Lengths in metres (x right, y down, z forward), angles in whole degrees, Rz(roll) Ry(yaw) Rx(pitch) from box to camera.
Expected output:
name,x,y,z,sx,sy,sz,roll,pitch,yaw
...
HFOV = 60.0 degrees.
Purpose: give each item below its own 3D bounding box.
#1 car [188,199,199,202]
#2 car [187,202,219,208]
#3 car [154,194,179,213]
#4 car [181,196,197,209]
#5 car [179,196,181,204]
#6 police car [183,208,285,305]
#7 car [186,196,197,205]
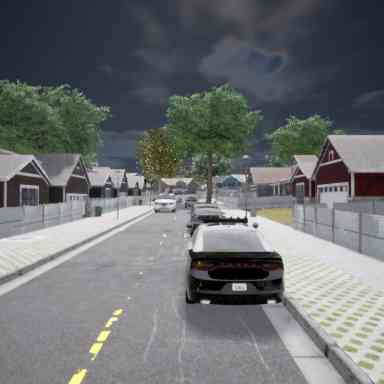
name,x,y,z,sx,sy,sz,roll,pitch,yaw
car,0.786,1.502,24.190,1.837,1.490,4.892,0,0,0
car,0.795,1.504,18.188,1.837,1.490,4.892,0,0,0
car,-2.910,1.214,36.980,2.150,2.045,5.566,0,0,0
car,-0.041,1.481,46.094,2.128,1.511,4.902,0,0,0
car,-2.855,1.483,64.318,2.128,1.511,4.902,0,0,0
police car,0.811,1.427,8.295,1.930,1.638,5.238,0,0,0
car,-0.096,1.515,60.490,1.812,1.442,4.674,0,0,0
